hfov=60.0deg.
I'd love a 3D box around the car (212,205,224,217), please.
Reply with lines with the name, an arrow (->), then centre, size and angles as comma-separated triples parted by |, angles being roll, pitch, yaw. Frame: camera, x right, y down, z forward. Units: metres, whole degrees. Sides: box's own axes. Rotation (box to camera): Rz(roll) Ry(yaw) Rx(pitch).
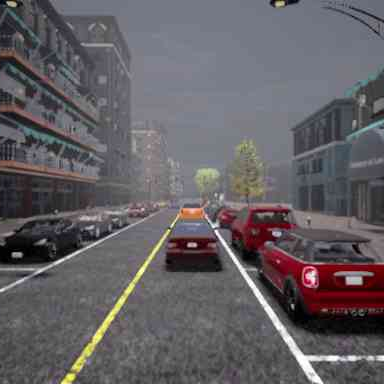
car -> 2.698, 1.829, 24.080 | 1.802, 1.307, 4.206 | 0, -1, 0

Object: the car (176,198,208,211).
car -> 0.026, 1.646, 28.434 | 2.097, 1.767, 4.553 | 0, -1, 0

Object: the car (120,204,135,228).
car -> -5.683, 1.798, 24.083 | 2.008, 1.369, 4.403 | 0, -1, 0

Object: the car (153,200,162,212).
car -> -5.677, 1.937, 46.240 | 1.967, 1.590, 4.097 | 0, -1, 0

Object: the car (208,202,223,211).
car -> 2.699, 1.874, 29.620 | 1.947, 1.339, 4.313 | 0, -1, 0

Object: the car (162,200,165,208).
car -> -5.673, 2.208, 62.687 | 1.752, 1.417, 4.829 | 0, -1, 0

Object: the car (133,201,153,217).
car -> -5.681, 1.811, 35.161 | 1.967, 1.590, 4.097 | 0, -1, 0

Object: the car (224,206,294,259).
car -> 2.695, 1.446, 13.007 | 2.192, 1.841, 5.009 | 0, -1, 0

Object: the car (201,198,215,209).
car -> 2.707, 1.937, 57.317 | 2.192, 1.841, 5.009 | 0, -1, 0

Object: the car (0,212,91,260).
car -> -5.686, 1.697, 13.007 | 1.947, 1.339, 4.313 | 0, -1, 0

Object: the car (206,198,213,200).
car -> 2.705, 2.086, 51.945 | 1.752, 1.417, 4.829 | 0, -1, 0

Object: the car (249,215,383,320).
car -> 2.694, 1.516, 7.466 | 1.967, 1.590, 4.097 | 0, -1, 0

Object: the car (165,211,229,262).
car -> 0.012, 1.674, 12.545 | 2.033, 1.411, 5.357 | 0, -1, 0

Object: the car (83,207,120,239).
car -> -5.684, 1.739, 18.545 | 2.008, 1.369, 4.403 | 0, -1, 0

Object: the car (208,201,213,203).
car -> 2.700, 1.921, 35.157 | 2.008, 1.369, 4.403 | 0, -1, 0

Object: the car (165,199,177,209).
car -> -3.051, 1.972, 57.117 | 2.097, 1.767, 4.553 | 0, -1, 0
